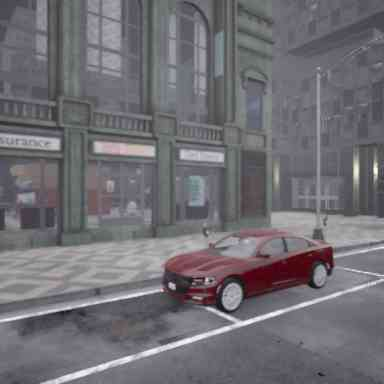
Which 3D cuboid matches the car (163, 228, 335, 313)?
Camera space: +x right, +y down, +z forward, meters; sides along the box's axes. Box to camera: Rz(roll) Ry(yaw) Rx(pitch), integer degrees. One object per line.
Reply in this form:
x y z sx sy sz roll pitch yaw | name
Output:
1.455 1.570 7.688 4.507 1.381 1.887 0 0 -35 | car
